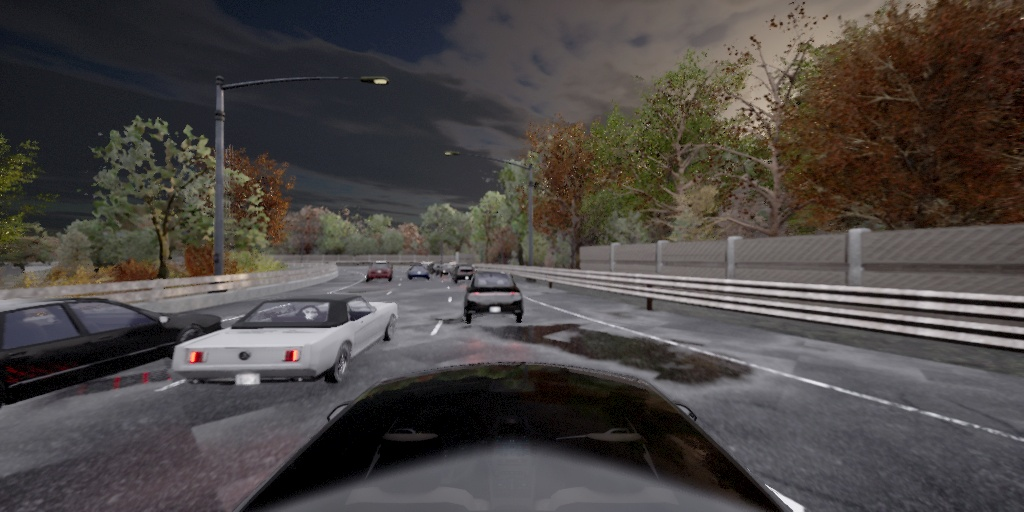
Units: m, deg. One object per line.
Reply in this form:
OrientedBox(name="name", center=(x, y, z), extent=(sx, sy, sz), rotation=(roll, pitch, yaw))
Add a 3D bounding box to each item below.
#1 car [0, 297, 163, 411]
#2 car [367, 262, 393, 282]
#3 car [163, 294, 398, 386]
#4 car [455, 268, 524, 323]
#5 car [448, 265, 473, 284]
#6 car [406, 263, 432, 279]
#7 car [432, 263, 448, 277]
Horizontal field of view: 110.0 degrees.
OrientedBox(name="car", center=(-7.076, 1.332, 5.318), extent=(2.033, 1.411, 5.357), rotation=(0, -1, -3))
OrientedBox(name="car", center=(-12.188, 1.384, 33.244), extent=(2.097, 1.767, 4.553), rotation=(0, -1, -17))
OrientedBox(name="car", center=(-3.706, 1.399, 7.076), extent=(1.895, 1.301, 4.718), rotation=(0, -1, -3))
OrientedBox(name="car", center=(-0.729, 1.338, 12.706), extent=(2.128, 1.511, 4.902), rotation=(0, 0, -6))
OrientedBox(name="car", center=(-4.153, 1.511, 30.733), extent=(1.837, 1.490, 4.892), rotation=(0, -1, -14))
OrientedBox(name="car", center=(-9.740, 1.628, 36.951), extent=(1.994, 1.385, 4.181), rotation=(0, -1, -19))
OrientedBox(name="car", center=(-7.488, 1.697, 40.710), extent=(1.895, 1.301, 4.718), rotation=(0, -1, -20))
